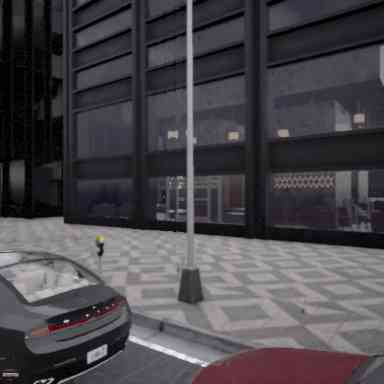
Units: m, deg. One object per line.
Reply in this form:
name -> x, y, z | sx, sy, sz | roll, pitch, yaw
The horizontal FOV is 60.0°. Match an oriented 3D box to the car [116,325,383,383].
car -> 1.753, 1.578, 1.712 | 4.206, 1.307, 1.802 | 0, 0, 35

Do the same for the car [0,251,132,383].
car -> -2.836, 1.586, 4.984 | 4.403, 1.369, 2.008 | 0, 0, 35
